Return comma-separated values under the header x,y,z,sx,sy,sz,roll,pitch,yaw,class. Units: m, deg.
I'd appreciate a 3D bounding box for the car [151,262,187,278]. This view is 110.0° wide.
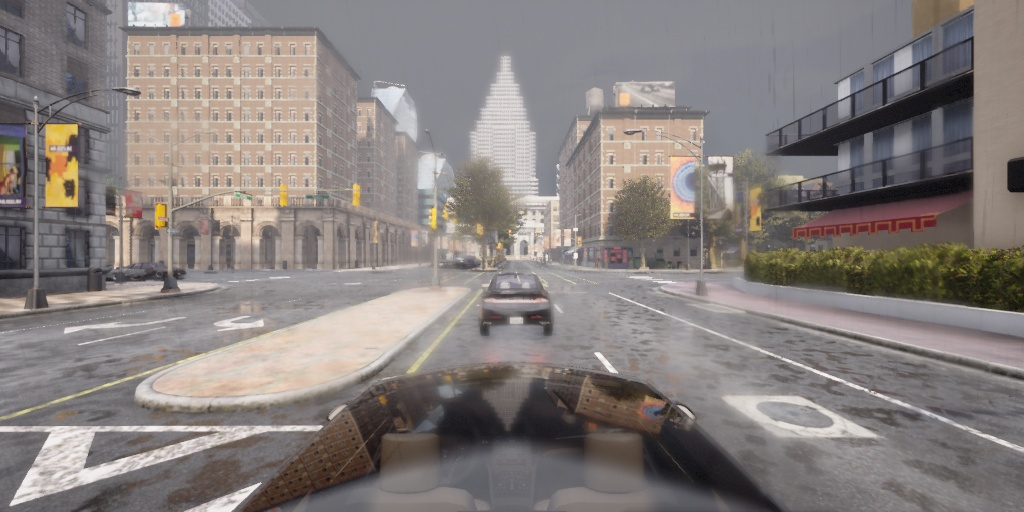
x,y,z,sx,sy,sz,roll,pitch,yaw,class
-33.849,1.299,33.602,5.357,1.411,2.033,0,0,0,car

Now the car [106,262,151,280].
x,y,z,sx,sy,sz,roll,pitch,yaw,class
-33.826,1.352,30.103,4.718,1.301,1.895,0,0,0,car

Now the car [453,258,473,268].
x,y,z,sx,sy,sz,roll,pitch,yaw,class
-8.024,1.354,59.169,1.895,1.301,4.718,0,0,0,car

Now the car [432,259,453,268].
x,y,z,sx,sy,sz,roll,pitch,yaw,class
-11.514,1.245,60.616,2.128,1.511,4.902,0,0,0,car

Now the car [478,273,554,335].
x,y,z,sx,sy,sz,roll,pitch,yaw,class
0.105,1.242,10.484,2.128,1.511,4.902,0,0,0,car
